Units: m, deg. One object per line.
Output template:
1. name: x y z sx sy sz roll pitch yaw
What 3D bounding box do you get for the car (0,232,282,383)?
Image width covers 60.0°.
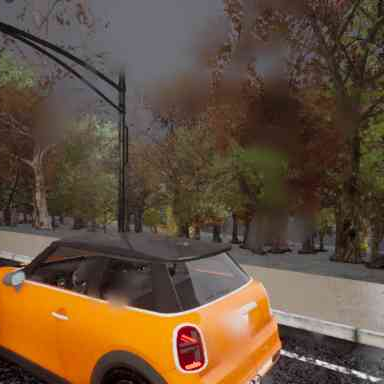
1. car: -1.231 1.351 4.574 4.553 1.767 2.097 0 0 36
